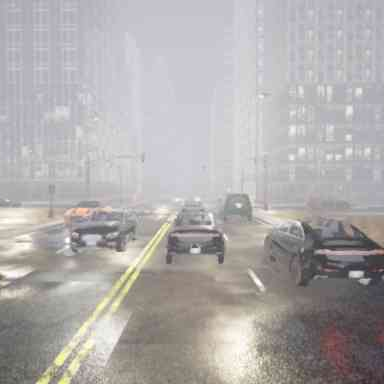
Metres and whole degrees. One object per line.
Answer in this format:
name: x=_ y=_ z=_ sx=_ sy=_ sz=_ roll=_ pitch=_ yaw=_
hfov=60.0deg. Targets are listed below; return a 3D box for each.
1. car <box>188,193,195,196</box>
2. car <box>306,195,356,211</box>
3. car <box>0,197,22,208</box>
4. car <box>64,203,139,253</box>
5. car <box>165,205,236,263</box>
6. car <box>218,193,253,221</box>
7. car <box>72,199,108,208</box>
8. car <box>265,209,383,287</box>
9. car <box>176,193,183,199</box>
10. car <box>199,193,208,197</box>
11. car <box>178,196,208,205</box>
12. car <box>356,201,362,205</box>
car: x=-0.091 y=1.049 z=88.686 sx=2.033 sy=1.411 sz=5.357 roll=0 pitch=0 yaw=0
car: x=16.162 y=1.337 z=39.581 sx=5.009 sy=1.841 sz=2.192 roll=0 pitch=1 yaw=1
car: x=-22.766 y=1.271 z=40.069 sx=4.313 sy=1.339 sz=1.947 roll=0 pitch=1 yaw=1
car: x=-3.359 y=1.435 z=13.532 sx=2.128 sy=1.511 sz=4.902 roll=0 pitch=0 yaw=0
car: x=0.090 y=1.438 z=11.766 sx=2.128 sy=1.511 sz=4.902 roll=0 pitch=0 yaw=0
car: x=3.325 y=1.098 z=26.175 sx=2.150 sy=2.045 sz=5.566 roll=0 pitch=0 yaw=0
car: x=-6.599 y=1.257 z=21.718 sx=2.097 sy=1.767 sz=4.553 roll=0 pitch=0 yaw=0
car: x=3.339 y=1.449 z=9.180 sx=2.128 sy=1.511 sz=4.902 roll=0 pitch=0 yaw=0
car: x=-3.342 y=1.087 z=87.665 sx=2.128 sy=1.511 sz=4.902 roll=0 pitch=0 yaw=0
car: x=3.158 y=1.116 z=89.134 sx=1.895 sy=1.301 sz=4.718 roll=0 pitch=0 yaw=0
car: x=0.074 y=1.366 z=26.989 sx=2.128 sy=1.511 sz=4.902 roll=0 pitch=0 yaw=0
car: x=21.761 y=1.421 z=47.874 sx=4.829 sy=1.417 sz=1.752 roll=0 pitch=1 yaw=1
